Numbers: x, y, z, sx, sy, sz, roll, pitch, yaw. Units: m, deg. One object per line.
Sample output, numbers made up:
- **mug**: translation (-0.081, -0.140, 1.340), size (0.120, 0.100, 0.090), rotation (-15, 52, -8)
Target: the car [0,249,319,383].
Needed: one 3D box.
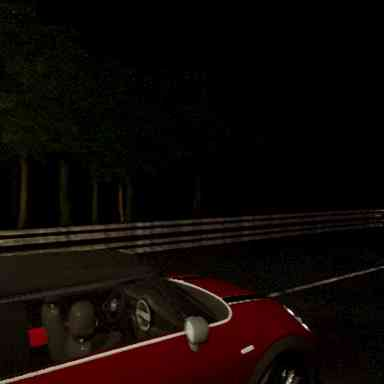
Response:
- **car**: translation (-0.879, 1.349, 3.064), size (4.553, 1.767, 2.097), rotation (0, 0, -35)
